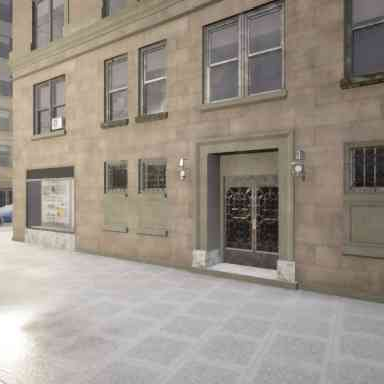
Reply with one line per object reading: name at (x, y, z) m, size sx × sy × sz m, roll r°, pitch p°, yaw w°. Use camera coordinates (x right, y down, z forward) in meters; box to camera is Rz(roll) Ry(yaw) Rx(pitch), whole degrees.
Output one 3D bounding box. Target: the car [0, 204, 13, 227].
car at (-11.905, 1.512, 23.049) m, size 2.033 × 1.411 × 5.357 m, roll 0°, pitch 0°, yaw 39°
